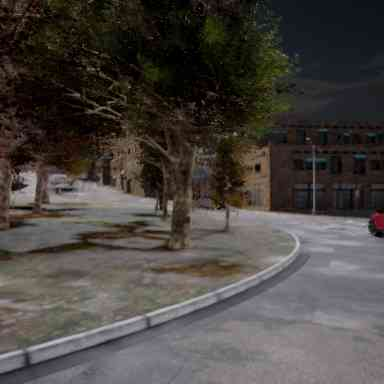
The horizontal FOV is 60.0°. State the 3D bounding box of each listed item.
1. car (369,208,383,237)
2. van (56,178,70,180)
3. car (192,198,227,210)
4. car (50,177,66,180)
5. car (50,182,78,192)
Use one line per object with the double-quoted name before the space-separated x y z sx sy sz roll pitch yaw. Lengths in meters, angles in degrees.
"car" 10.951 1.466 16.854 2.150 2.045 5.566 1 -1 11
"van" -30.425 -1.729 79.168 4.442 1.987 1.878 -1 5 -44
"car" 1.941 1.508 42.879 5.357 1.411 2.033 3 1 41
"car" -31.751 -1.999 81.835 5.566 2.045 2.435 -1 6 -44
"car" -26.844 -0.760 70.770 4.892 1.521 2.231 -1 5 -44
